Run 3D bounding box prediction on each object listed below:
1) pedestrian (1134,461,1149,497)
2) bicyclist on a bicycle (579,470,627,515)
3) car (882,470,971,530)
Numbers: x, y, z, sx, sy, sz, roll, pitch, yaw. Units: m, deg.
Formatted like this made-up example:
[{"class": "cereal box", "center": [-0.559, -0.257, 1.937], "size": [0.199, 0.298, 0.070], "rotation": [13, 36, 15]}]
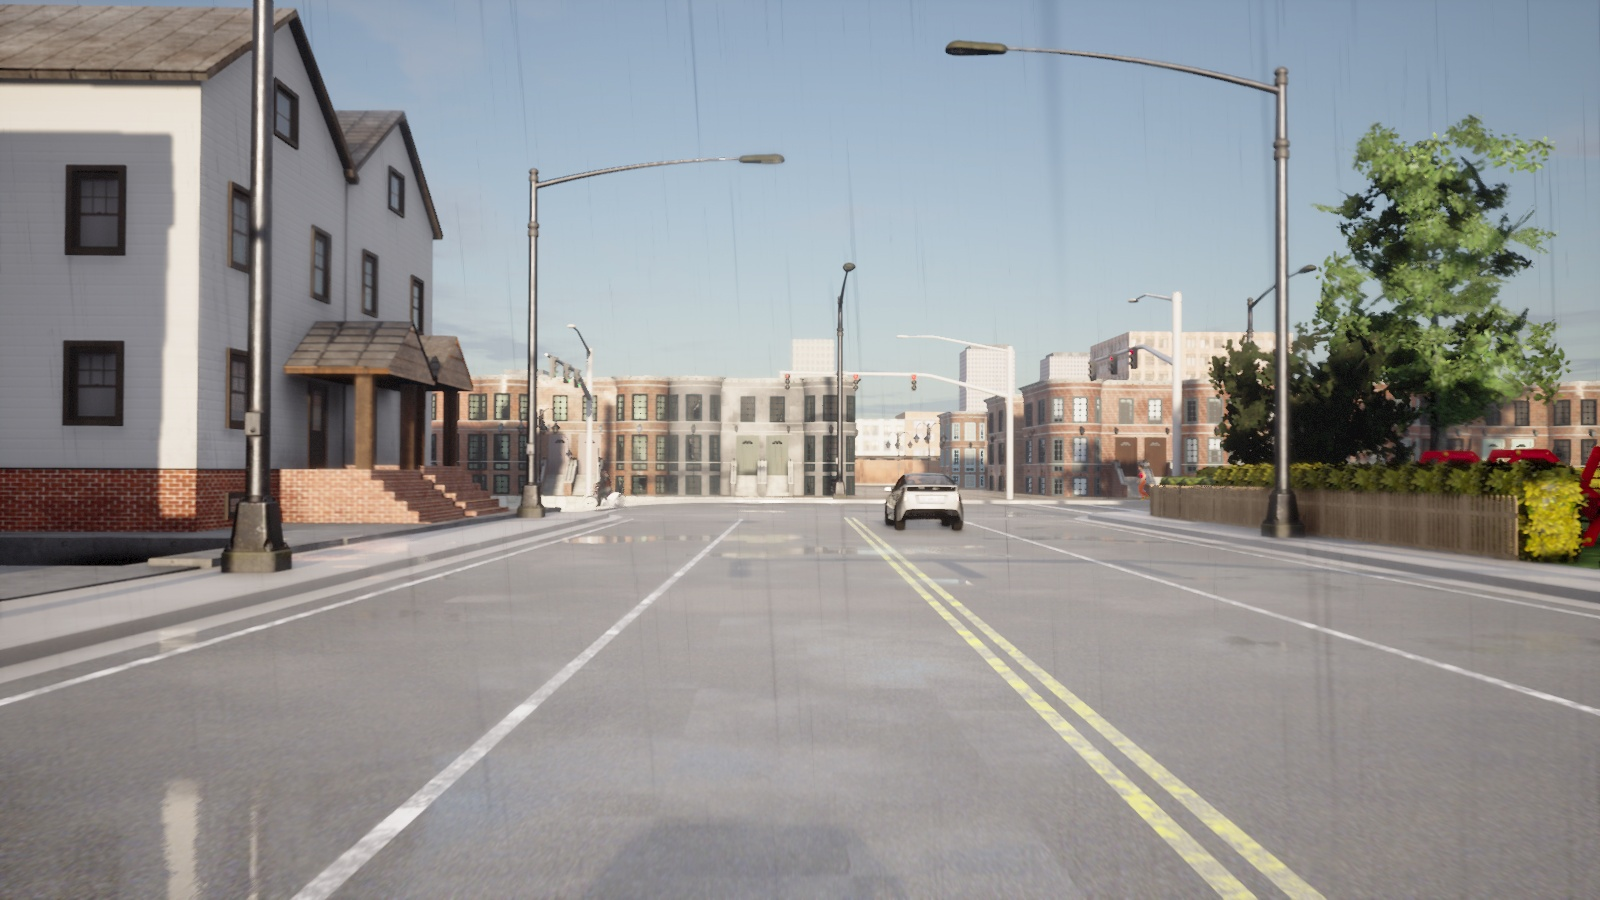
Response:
[{"class": "pedestrian", "center": [17.072, 1.447, 62.769], "size": [0.594, 1.836, 0.345], "rotation": [0, -1, -1]}, {"class": "bicyclist on a bicycle", "center": [-8.698, 1.881, 55.524], "size": [1.843, 1.776, 0.659], "rotation": [-6, -1, 0]}, {"class": "car", "center": [3.420, 1.331, 34.783], "size": [2.007, 1.525, 4.514], "rotation": [0, -1, 0]}]
